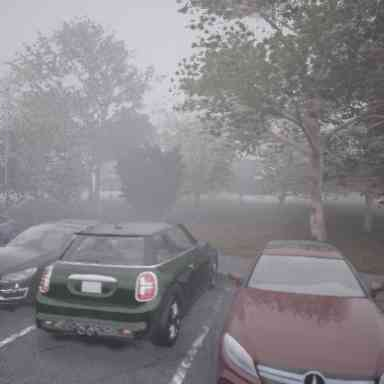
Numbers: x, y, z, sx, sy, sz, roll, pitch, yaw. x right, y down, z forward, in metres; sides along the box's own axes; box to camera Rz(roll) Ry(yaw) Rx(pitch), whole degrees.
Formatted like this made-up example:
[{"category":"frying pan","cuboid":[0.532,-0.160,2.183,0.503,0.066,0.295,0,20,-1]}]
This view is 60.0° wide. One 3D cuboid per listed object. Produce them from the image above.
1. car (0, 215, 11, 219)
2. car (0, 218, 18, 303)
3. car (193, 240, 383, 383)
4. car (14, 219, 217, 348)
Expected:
[{"category":"car","cuboid":[-8.160,1.517,11.718,2.163,1.488,4.792,0,-1,14]},{"category":"car","cuboid":[-3.254,1.486,8.379,2.231,1.521,4.892,1,-1,15]},{"category":"car","cuboid":[1.605,1.525,4.959,2.002,1.452,4.674,1,-1,15]},{"category":"car","cuboid":[-0.840,1.359,6.642,2.185,1.767,4.553,0,-1,15]}]
